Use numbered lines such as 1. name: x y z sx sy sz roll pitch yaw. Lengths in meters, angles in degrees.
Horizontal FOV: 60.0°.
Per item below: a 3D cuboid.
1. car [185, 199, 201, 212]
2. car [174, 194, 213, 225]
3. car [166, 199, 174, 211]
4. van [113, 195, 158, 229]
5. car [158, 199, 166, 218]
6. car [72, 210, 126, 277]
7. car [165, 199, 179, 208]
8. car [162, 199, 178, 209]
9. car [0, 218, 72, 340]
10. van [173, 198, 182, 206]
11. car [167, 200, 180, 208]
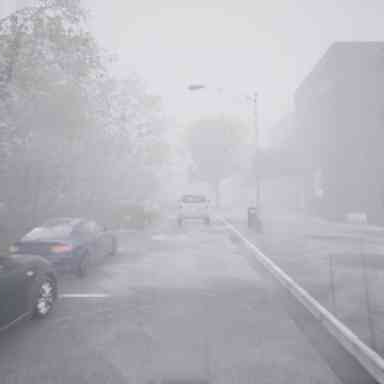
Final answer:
1. car: 0.128 1.647 41.160 1.837 1.490 4.892 0 -1 0
2. car: 0.114 1.180 23.939 2.150 2.045 5.566 0 -1 0
3. car: -3.605 1.712 43.504 2.163 1.488 4.792 1 -1 2
4. van: -3.634 1.223 21.345 1.878 1.987 4.442 0 0 2
5. car: -3.636 1.315 26.768 2.185 1.767 4.553 0 0 2
6. car: -3.646 1.505 10.085 2.002 1.452 4.674 0 0 2
7. car: -3.603 2.110 60.169 2.097 1.535 5.008 0 -1 2
8. car: -3.599 1.967 54.610 2.097 1.535 5.008 1 -2 2
9. car: -3.651 1.348 4.486 2.185 1.767 4.553 0 0 2
10. van: -3.570 2.429 82.579 1.878 1.987 4.442 1 -1 2
11. car: -3.602 2.283 65.774 2.163 1.488 4.792 0 -1 2
